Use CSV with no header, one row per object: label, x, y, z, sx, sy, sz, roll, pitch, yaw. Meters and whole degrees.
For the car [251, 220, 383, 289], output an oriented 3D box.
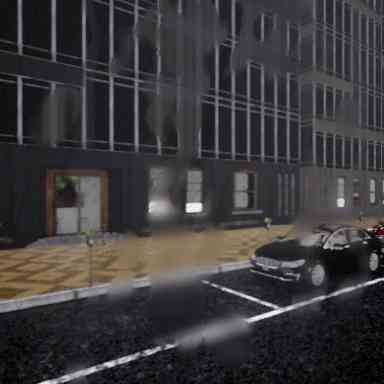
car,3.510,1.556,9.067,4.403,1.369,2.008,0,0,-36
